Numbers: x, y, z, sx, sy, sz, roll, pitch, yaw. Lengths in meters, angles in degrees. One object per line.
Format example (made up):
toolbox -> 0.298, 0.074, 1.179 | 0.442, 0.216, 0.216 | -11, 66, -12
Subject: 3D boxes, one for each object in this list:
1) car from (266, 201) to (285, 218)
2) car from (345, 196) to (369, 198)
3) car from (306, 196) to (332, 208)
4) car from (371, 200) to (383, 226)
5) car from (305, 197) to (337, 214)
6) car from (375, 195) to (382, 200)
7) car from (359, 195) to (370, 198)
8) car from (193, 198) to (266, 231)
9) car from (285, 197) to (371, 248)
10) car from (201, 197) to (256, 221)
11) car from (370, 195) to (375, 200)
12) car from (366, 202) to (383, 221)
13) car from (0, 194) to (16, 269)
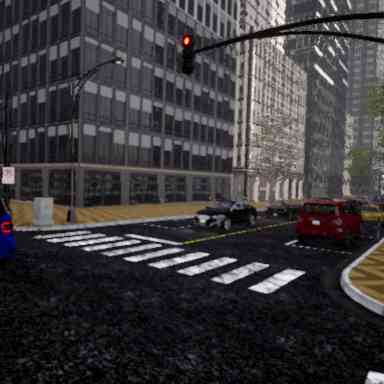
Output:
car -> 7.455, 1.365, 26.311 | 1.895, 1.301, 4.718 | 3, 2, 36
car -> 14.835, 1.442, 30.914 | 1.837, 1.490, 4.892 | 3, 2, 36
car -> 16.298, 1.283, 42.636 | 1.947, 1.339, 4.313 | 3, 1, 36
car -> 13.081, 1.553, 24.196 | 1.752, 1.417, 4.829 | 3, 1, 36
car -> 13.388, 1.307, 34.315 | 1.837, 1.490, 4.892 | 3, 2, 37
car -> 46.462, 1.435, 83.440 | 2.008, 1.369, 4.403 | 3, 1, 36
car -> 33.055, 1.394, 65.305 | 1.802, 1.307, 4.206 | 3, 1, 36
car -> 1.999, 1.220, 18.919 | 2.128, 1.511, 4.902 | 3, 2, 36
car -> 6.281, 1.299, 14.985 | 2.192, 1.841, 5.009 | 3, 1, 36
car -> 2.792, 1.157, 24.362 | 1.752, 1.417, 4.829 | 3, 1, 36
car -> 36.407, 1.382, 69.839 | 2.008, 1.369, 4.403 | 3, 1, 36
car -> 16.331, 1.631, 28.597 | 1.802, 1.307, 4.206 | 3, 1, 36
car -> -6.728, 0.859, 8.497 | 5.566, 2.045, 2.150 | 3, 2, 35
